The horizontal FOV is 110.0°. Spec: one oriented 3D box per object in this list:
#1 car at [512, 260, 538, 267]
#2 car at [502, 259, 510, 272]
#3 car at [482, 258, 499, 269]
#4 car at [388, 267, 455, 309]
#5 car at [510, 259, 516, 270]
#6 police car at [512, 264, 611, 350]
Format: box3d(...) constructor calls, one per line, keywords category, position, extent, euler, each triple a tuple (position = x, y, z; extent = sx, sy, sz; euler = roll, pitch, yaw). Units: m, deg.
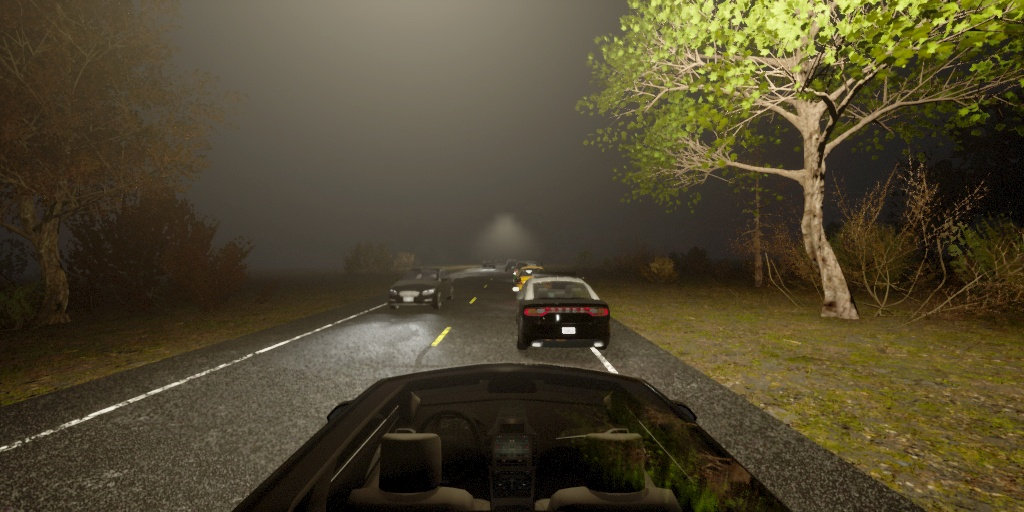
box3d(category="car", position=(1.049, 1.209, 19.312), extent=(1.801, 1.575, 5.366), euler=(0, 0, 0))
box3d(category="car", position=(0.026, 1.283, 47.379), extent=(1.812, 1.442, 4.674), euler=(0, 0, 1))
box3d(category="car", position=(-3.593, 1.250, 55.876), extent=(2.128, 1.511, 4.902), euler=(0, 0, 0))
box3d(category="car", position=(-3.600, 1.244, 14.923), extent=(2.128, 1.511, 4.902), euler=(0, 0, 0))
box3d(category="car", position=(1.049, 1.106, 25.092), extent=(2.097, 1.767, 4.553), euler=(0, 0, 0))
box3d(category="police car", position=(1.050, 1.177, 9.230), extent=(1.930, 1.638, 5.238), euler=(0, 0, 0))
